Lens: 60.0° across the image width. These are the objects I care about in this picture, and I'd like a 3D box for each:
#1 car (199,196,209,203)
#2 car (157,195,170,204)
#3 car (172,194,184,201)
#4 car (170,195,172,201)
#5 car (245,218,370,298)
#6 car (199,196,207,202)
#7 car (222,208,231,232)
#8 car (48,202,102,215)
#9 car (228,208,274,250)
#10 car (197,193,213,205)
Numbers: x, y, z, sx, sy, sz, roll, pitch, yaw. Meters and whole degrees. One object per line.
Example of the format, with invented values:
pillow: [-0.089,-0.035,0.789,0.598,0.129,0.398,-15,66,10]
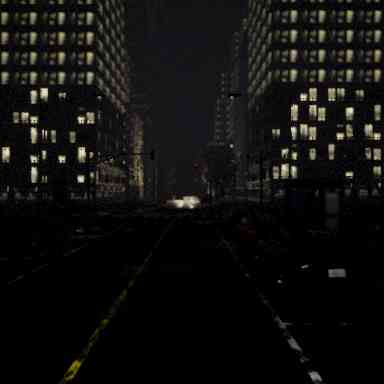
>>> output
car: [2.512,1.506,70.098,1.752,1.417,4.829,0,0,0]
car: [-5.851,1.508,64.088,1.752,1.417,4.829,0,0,0]
car: [-3.216,1.325,83.951,2.097,1.767,4.553,0,0,0]
car: [-5.921,1.535,86.811,1.947,1.339,4.313,0,0,0]
car: [2.736,1.565,8.350,1.947,1.339,4.313,-1,0,0]
car: [2.495,1.559,75.569,1.802,1.307,4.206,0,0,0]
car: [2.811,1.562,19.719,1.947,1.339,4.313,-1,0,0]
car: [-12.468,1.755,35.637,5.357,1.411,2.033,-1,1,-1]
car: [2.794,1.580,14.033,1.802,1.307,4.206,-1,0,0]
car: [2.546,1.300,58.647,2.192,1.841,5.009,0,0,0]
